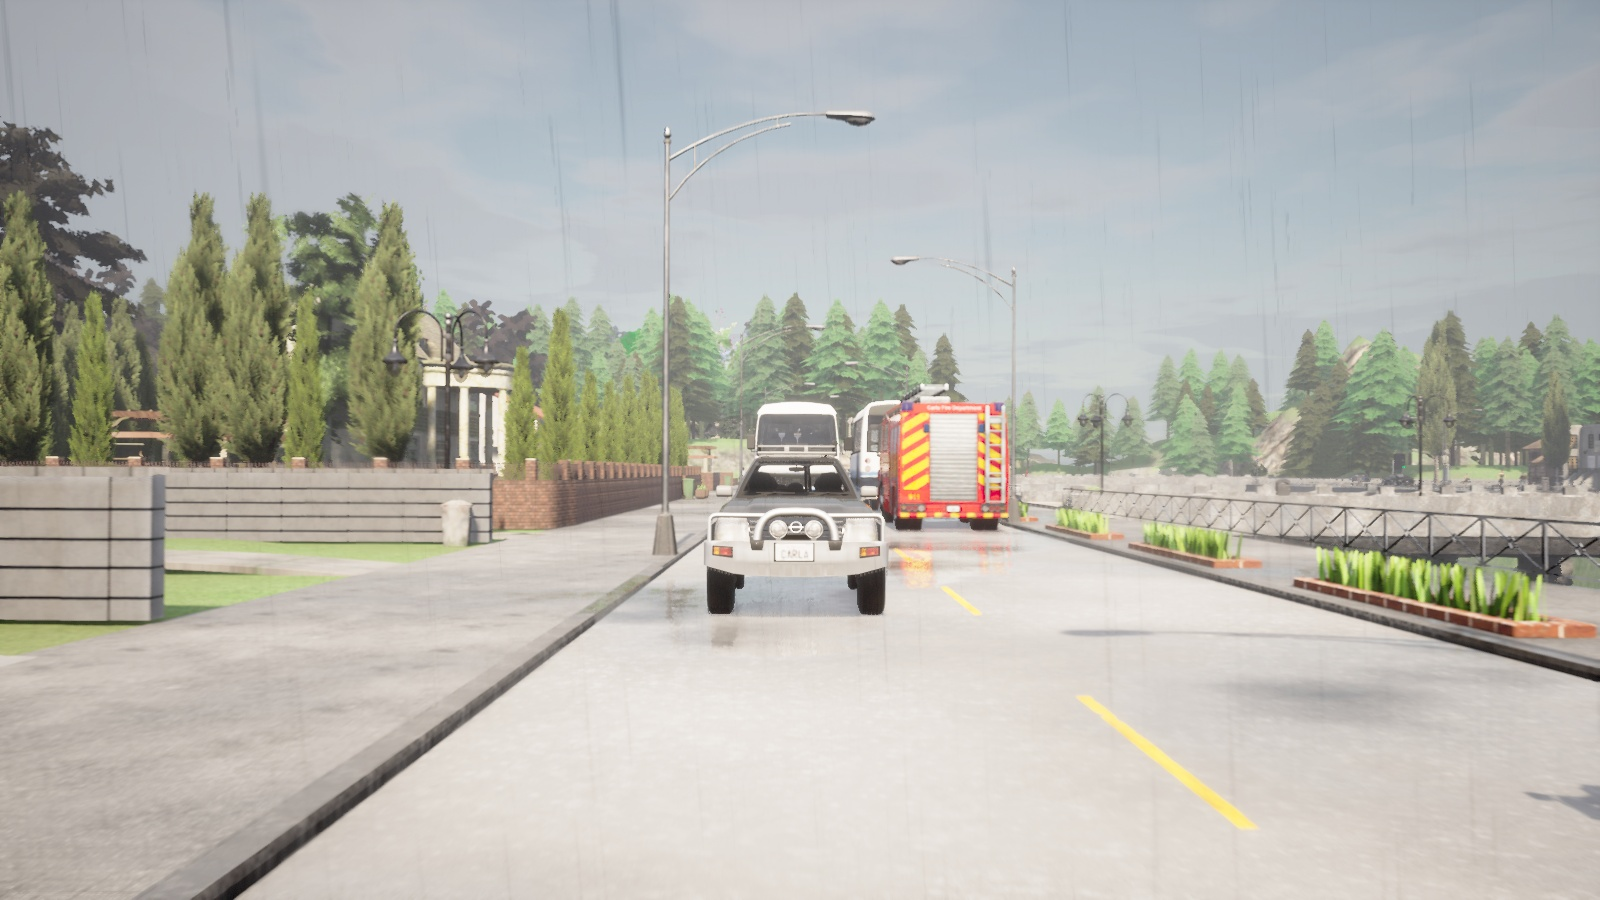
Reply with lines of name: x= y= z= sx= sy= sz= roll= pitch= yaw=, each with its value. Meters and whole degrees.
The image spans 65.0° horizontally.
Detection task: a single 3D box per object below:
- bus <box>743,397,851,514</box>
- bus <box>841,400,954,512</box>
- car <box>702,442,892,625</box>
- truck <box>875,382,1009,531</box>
bus: x=-0.125 y=0.291 z=50.914 sx=3.944 sy=4.253 sz=10.273 roll=0 pitch=-1 yaw=0
bus: x=3.871 y=0.307 z=52.857 sx=3.944 sy=4.253 sz=10.273 roll=0 pitch=-1 yaw=0
car: x=-0.036 y=0.884 z=15.085 sx=1.932 sy=1.855 sz=4.605 roll=0 pitch=-1 yaw=0
truck: x=3.910 y=0.247 z=36.593 sx=2.891 sy=3.827 sz=8.468 roll=0 pitch=-1 yaw=0
